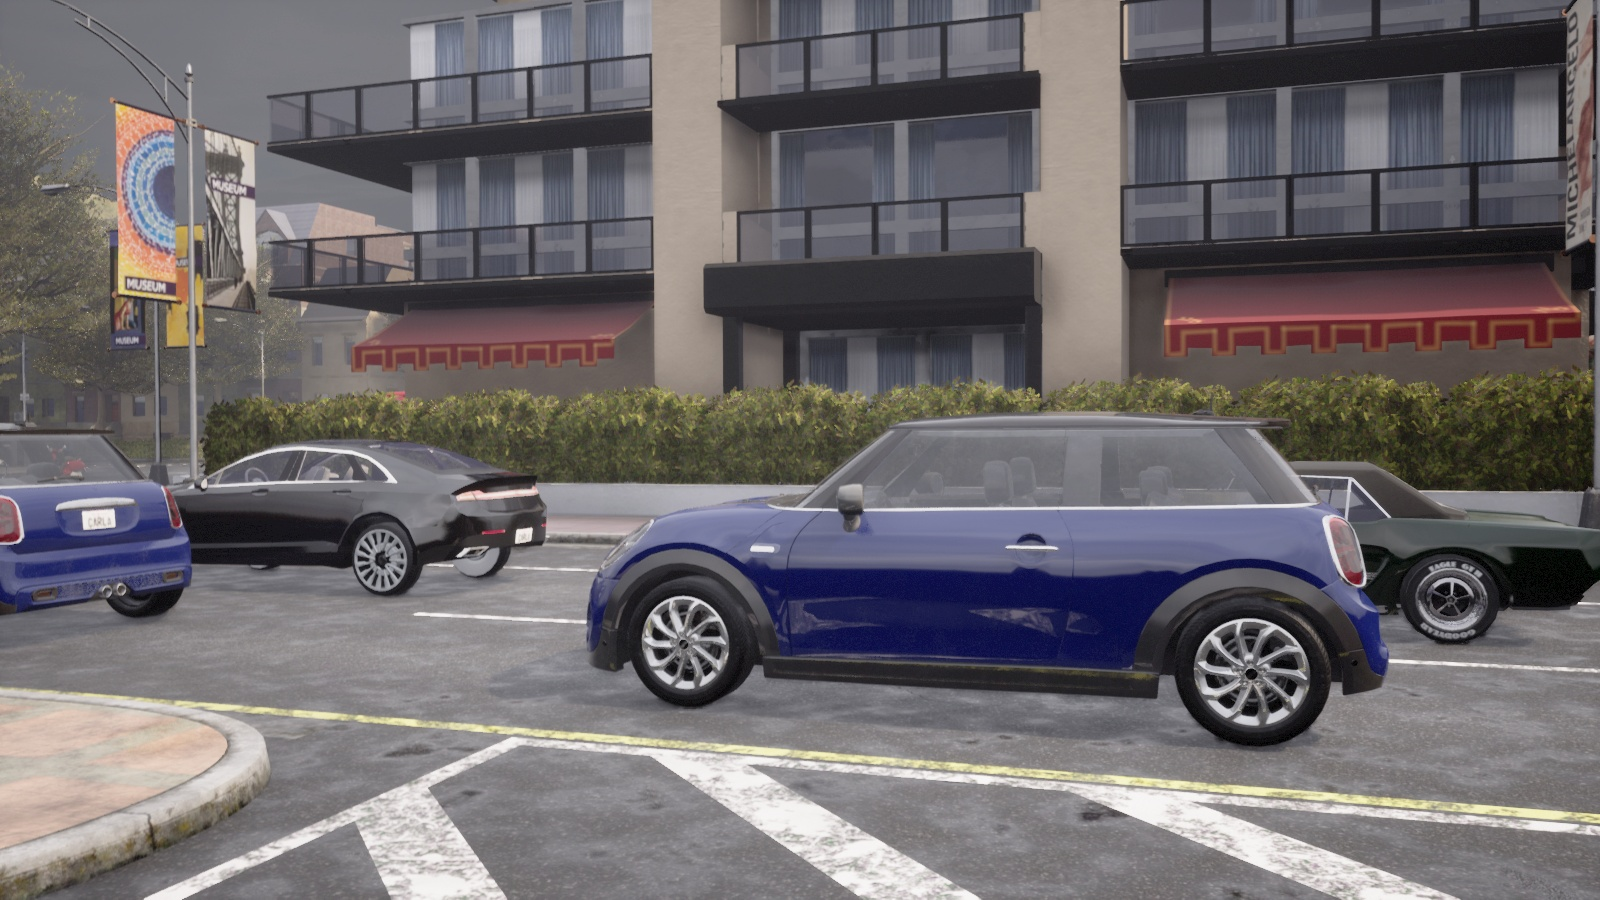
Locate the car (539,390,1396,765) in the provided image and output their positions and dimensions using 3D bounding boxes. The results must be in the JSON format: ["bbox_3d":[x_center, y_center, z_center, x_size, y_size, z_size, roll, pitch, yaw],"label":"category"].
[{"bbox_3d":[0.966,0.570,7.615,4.553,1.767,2.097,0,1,18],"label":"car"}]

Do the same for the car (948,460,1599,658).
[{"bbox_3d":[3.745,0.776,10.374,4.718,1.301,1.895,0,1,19],"label":"car"}]

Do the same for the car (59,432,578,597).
[{"bbox_3d":[-5.066,0.566,13.338,4.902,1.511,2.128,0,1,19],"label":"car"}]

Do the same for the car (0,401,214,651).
[{"bbox_3d":[-7.504,0.508,10.465,4.553,1.767,2.097,0,1,19],"label":"car"}]
